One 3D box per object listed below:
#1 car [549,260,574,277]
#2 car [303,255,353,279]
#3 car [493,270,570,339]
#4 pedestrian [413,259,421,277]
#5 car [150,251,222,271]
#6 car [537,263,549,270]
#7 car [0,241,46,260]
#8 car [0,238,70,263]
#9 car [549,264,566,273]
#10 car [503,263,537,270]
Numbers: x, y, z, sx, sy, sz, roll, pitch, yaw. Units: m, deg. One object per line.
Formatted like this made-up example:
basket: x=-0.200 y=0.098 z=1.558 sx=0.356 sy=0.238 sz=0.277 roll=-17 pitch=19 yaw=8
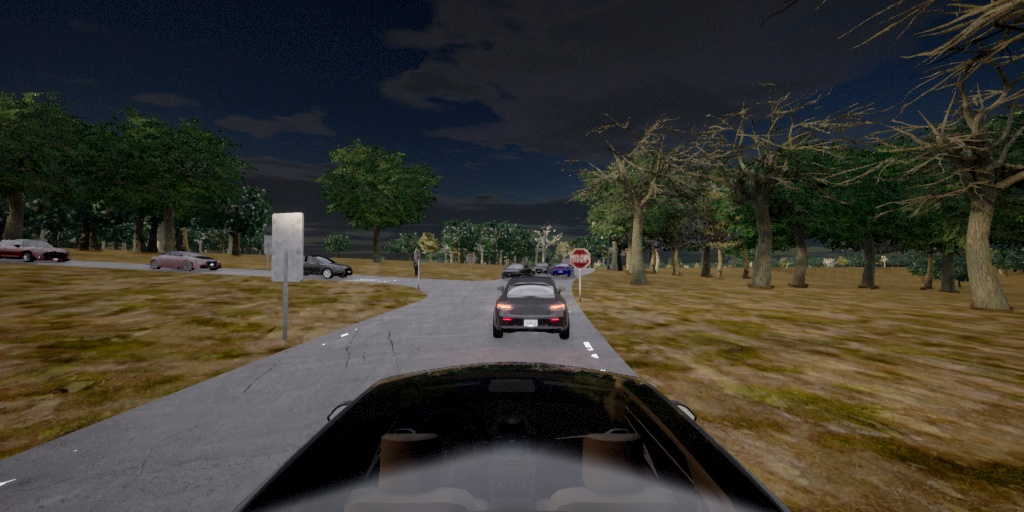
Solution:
car: x=5.811 y=1.508 z=40.029 sx=1.882 sy=1.535 sz=5.008 roll=0 pitch=-1 yaw=16
car: x=-13.322 y=0.716 z=24.386 sx=4.892 sy=1.490 sz=1.837 roll=3 pitch=-1 yaw=8
car: x=0.538 y=1.281 z=10.018 sx=1.812 sy=1.442 sz=4.674 roll=0 pitch=0 yaw=3
pedestrian: x=-8.022 y=0.850 z=30.159 sx=0.375 sy=1.860 sz=0.375 roll=0 pitch=-4 yaw=7
car: x=-23.224 y=0.349 z=25.612 sx=4.181 sy=1.385 sz=1.994 roll=3 pitch=-1 yaw=7
car: x=3.873 y=1.624 z=44.877 sx=1.837 sy=1.490 sz=4.892 roll=0 pitch=-1 yaw=17
car: x=-44.060 y=-0.532 z=31.389 sx=4.674 sy=1.442 sz=1.812 roll=3 pitch=-1 yaw=7
car: x=-36.510 y=-0.437 z=27.265 sx=4.553 sy=1.767 sz=2.097 roll=3 pitch=-1 yaw=7
car: x=7.067 y=1.894 z=55.494 sx=1.895 sy=1.301 sz=4.718 roll=0 pitch=-1 yaw=16
car: x=0.545 y=1.419 z=33.576 sx=1.882 sy=1.535 sz=5.008 roll=0 pitch=-1 yaw=18
